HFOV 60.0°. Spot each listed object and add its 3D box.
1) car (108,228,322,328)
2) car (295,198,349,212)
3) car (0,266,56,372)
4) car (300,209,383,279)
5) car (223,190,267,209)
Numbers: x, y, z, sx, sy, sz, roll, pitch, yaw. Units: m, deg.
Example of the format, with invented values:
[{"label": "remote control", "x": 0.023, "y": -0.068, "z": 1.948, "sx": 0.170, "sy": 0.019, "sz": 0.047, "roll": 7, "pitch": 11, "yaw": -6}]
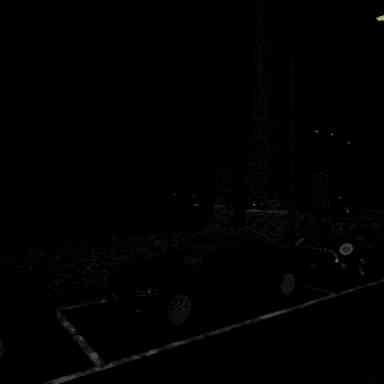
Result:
[{"label": "car", "x": 0.500, "y": 1.571, "z": 7.006, "sx": 4.507, "sy": 1.381, "sz": 1.887, "roll": 0, "pitch": 0, "yaw": -36}, {"label": "car", "x": 11.649, "y": 1.329, "z": 29.899, "sx": 2.128, "sy": 1.511, "sz": 4.902, "roll": 0, "pitch": 1, "yaw": -36}, {"label": "car", "x": -3.941, "y": 1.544, "z": 3.836, "sx": 4.403, "sy": 1.369, "sz": 2.008, "roll": 0, "pitch": 0, "yaw": -36}, {"label": "car", "x": 4.942, "y": 1.499, "z": 10.178, "sx": 4.097, "sy": 1.590, "sz": 1.967, "roll": 0, "pitch": 0, "yaw": -36}, {"label": "car", "x": 5.914, "y": 0.868, "z": 37.906, "sx": 2.150, "sy": 2.045, "sz": 5.566, "roll": 0, "pitch": 1, "yaw": -35}]
